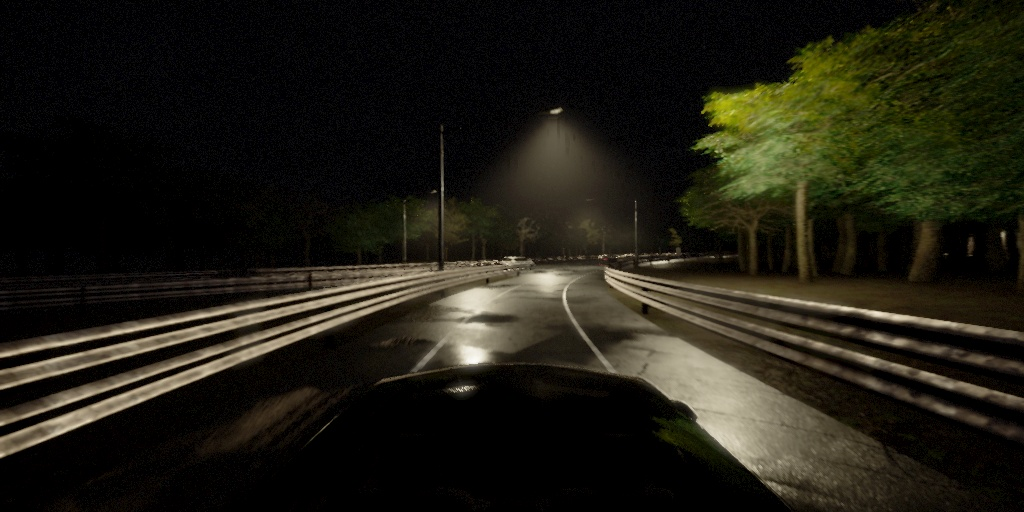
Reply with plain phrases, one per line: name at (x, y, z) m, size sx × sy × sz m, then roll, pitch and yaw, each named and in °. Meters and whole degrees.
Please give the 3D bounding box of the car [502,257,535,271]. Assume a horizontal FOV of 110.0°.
car at (0.916, 1.090, 50.299) m, size 2.150 × 2.045 × 5.566 m, roll 0°, pitch 1°, yaw 42°

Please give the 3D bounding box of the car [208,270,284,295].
car at (-19.814, 1.822, 26.926) m, size 2.097 × 1.767 × 4.553 m, roll 0°, pitch 1°, yaw 42°
